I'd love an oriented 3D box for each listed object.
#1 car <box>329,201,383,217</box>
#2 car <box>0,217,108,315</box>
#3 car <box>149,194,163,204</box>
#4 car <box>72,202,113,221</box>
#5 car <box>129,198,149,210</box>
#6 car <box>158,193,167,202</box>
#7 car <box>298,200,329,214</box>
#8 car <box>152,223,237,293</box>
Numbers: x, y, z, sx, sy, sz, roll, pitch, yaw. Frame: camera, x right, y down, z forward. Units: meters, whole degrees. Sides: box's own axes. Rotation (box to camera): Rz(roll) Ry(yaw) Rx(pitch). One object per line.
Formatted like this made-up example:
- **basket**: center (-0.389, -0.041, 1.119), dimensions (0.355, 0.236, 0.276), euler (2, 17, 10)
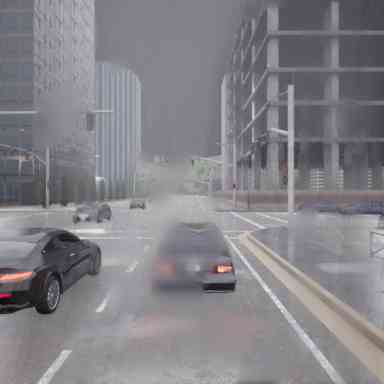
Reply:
- **car**: center (15.848, 1.492, 30.283), dimensions (5.357, 1.411, 2.033), euler (0, 0, 0)
- **car**: center (-3.454, 1.526, 7.459), dimensions (1.812, 1.442, 4.674), euler (0, 0, 0)
- **car**: center (-7.174, 1.564, 63.250), dimensions (1.994, 1.385, 4.181), euler (0, 0, 0)
- **car**: center (-7.145, 1.463, 24.271), dimensions (2.128, 1.511, 4.902), euler (0, 0, 0)
- **car**: center (-7.026, 1.504, 43.415), dimensions (1.837, 1.490, 4.892), euler (0, 0, -4)
- **car**: center (-7.147, 1.216, 78.519), dimensions (2.150, 2.045, 5.566), euler (0, 0, 0)
- **car**: center (12.980, 1.508, 33.767), dimensions (4.181, 1.385, 1.994), euler (0, 0, 0)
- **car**: center (0.054, 1.547, 8.976), dimensions (2.033, 1.411, 5.357), euler (0, 0, 0)
